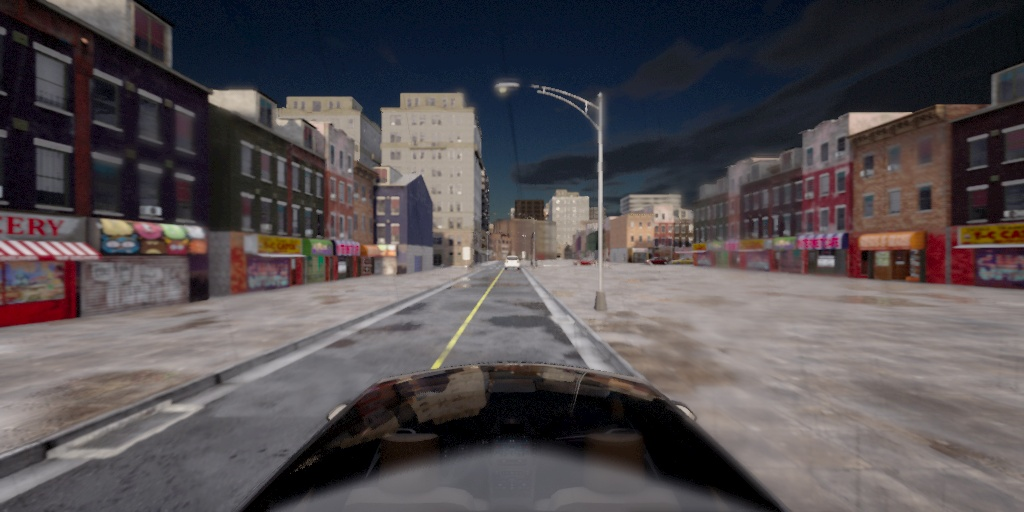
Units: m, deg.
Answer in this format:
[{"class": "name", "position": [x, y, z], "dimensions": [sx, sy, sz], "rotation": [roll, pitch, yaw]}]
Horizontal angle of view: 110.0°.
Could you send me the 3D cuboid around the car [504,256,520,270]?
[{"class": "car", "position": [0.035, 0.987, 52.574], "dimensions": [2.150, 2.045, 5.566], "rotation": [0, 0, 0]}]
